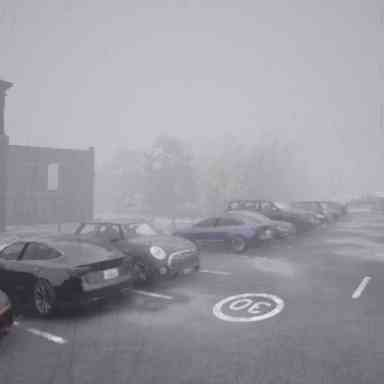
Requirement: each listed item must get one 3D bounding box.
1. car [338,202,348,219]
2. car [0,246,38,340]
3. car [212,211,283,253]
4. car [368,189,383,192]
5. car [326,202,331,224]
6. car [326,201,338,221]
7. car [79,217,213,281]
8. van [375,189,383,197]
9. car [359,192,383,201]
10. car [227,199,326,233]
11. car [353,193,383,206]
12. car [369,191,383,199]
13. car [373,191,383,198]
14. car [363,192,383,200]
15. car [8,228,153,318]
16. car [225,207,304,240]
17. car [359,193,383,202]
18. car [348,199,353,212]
[{"bbox_3d":[9.309,1.558,26.390,4.792,1.488,2.163,-2,0,35],"label":"car"},{"bbox_3d":[-5.121,1.799,5.872,4.792,1.488,2.163,-2,-2,35],"label":"car"},{"bbox_3d":[1.253,1.794,15.030,4.792,1.488,2.163,-2,-1,35],"label":"car"},{"bbox_3d":[31.003,0.928,57.765,5.566,2.045,2.435,-2,0,35],"label":"car"},{"bbox_3d":[6.081,1.650,21.857,5.008,1.535,2.097,-2,-1,35],"label":"car"},{"bbox_3d":[7.703,1.467,24.110,4.553,1.767,2.185,-2,0,35],"label":"car"},{"bbox_3d":[-1.965,1.660,10.469,4.553,1.767,2.185,-2,-1,35],"label":"car"},{"bbox_3d":[47.002,0.188,80.430,4.442,1.987,1.878,-2,0,35],"label":"van"},{"bbox_3d":[35.618,0.930,64.706,5.366,1.575,1.946,-2,0,35],"label":"car"},{"bbox_3d":[4.493,1.445,19.554,5.566,2.045,2.435,-2,-1,35],"label":"car"},{"bbox_3d":[27.783,1.380,53.255,4.792,1.488,2.163,-2,0,35],"label":"car"},{"bbox_3d":[42.130,0.609,73.683,4.892,1.521,2.231,-2,0,35],"label":"car"},{"bbox_3d":[45.347,0.506,78.207,4.792,1.488,2.163,-2,0,35],"label":"car"},{"bbox_3d":[38.873,0.759,69.349,5.366,1.575,1.946,-2,0,35],"label":"car"},{"bbox_3d":[-3.564,1.812,8.185,4.792,1.488,2.163,-2,-2,35],"label":"car"},{"bbox_3d":[2.869,1.737,17.291,4.892,1.521,2.231,-2,-1,35],"label":"car"},{"bbox_3d":[34.182,1.012,62.324,4.892,1.521,2.231,-2,0,35],"label":"car"},{"bbox_3d":[10.861,1.496,28.701,4.792,1.488,2.163,-2,0,35],"label":"car"}]
